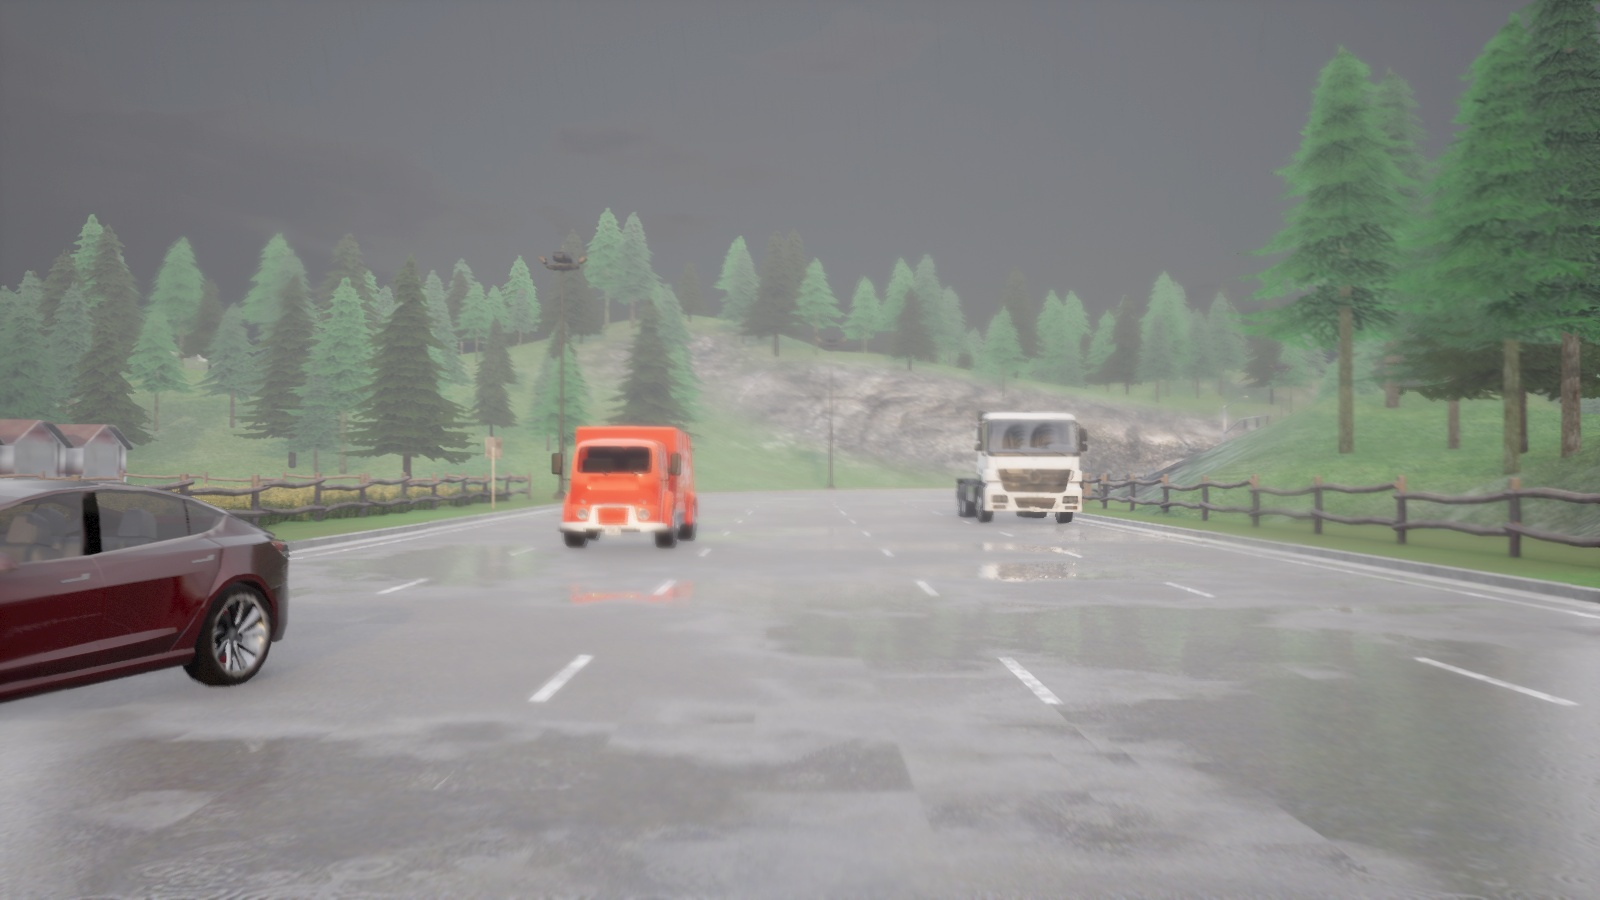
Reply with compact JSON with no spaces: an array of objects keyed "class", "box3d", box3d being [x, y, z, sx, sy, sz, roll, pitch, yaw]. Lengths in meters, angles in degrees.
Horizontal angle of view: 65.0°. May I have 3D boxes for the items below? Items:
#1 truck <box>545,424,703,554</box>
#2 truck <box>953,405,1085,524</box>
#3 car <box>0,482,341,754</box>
[{"class":"truck","box3d":[-3.555,0.790,26.529,2.627,2.467,5.204,0,-1,0]},{"class":"truck","box3d":[6.913,0.491,40.841,2.891,3.462,7.936,0,-1,0]},{"class":"car","box3d":[-5.329,0.970,7.960,2.163,1.488,4.792,0,-1,16]}]
